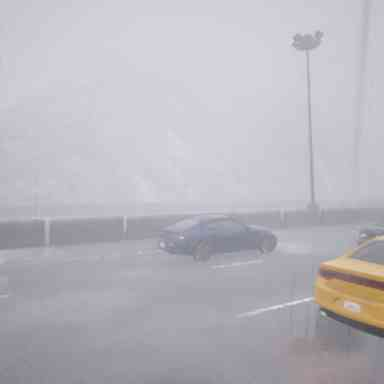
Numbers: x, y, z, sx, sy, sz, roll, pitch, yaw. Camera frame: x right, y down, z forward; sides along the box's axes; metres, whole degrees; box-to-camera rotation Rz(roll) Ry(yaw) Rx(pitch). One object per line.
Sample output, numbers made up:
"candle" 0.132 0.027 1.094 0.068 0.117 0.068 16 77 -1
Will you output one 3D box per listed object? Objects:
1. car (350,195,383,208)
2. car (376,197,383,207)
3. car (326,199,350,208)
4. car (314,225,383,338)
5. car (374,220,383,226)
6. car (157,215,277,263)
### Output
"car" 25.575 1.393 47.437 5.566 2.045 2.150 0 0 -30
"car" 26.979 1.724 44.205 4.181 1.385 1.994 0 0 -30
"car" 21.953 1.700 49.368 4.674 1.442 1.812 0 0 -30
"car" 4.423 1.500 6.052 5.008 1.535 1.882 0 0 -31
"car" 8.511 1.593 12.580 5.357 1.411 2.033 0 0 -31
"car" 0.988 1.567 12.155 4.674 1.442 1.812 0 0 -31
